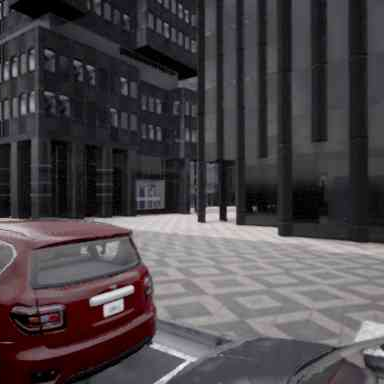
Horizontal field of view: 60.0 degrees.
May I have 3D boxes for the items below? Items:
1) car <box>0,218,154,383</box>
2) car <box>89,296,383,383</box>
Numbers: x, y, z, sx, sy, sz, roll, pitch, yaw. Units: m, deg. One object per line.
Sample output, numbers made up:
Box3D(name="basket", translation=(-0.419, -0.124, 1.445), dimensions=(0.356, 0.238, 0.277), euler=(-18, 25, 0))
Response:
Box3D(name="car", translation=(-2.781, 1.325, 4.951), dimensions=(5.009, 1.841, 2.192), euler=(0, 0, 36))
Box3D(name="car", translation=(1.706, 1.550, 1.748), dimensions=(4.403, 1.369, 2.008), euler=(0, 0, 36))
